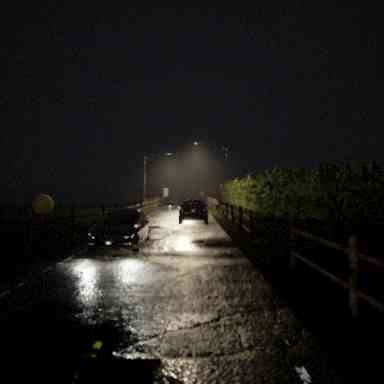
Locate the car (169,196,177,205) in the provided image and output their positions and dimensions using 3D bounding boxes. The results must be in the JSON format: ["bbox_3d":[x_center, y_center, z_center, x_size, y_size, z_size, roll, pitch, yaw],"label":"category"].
[{"bbox_3d":[-2.816,1.453,56.599,1.882,1.535,5.008,0,0,0],"label":"car"}]

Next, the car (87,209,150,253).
[{"bbox_3d":[-2.854,1.496,13.775,1.837,1.490,4.892,0,0,0],"label":"car"}]

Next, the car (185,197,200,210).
[{"bbox_3d":[0.088,1.483,42.851,1.837,1.490,4.892,0,0,0],"label":"car"}]

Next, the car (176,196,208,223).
[{"bbox_3d":[0.092,1.338,25.372,2.097,1.767,4.553,0,0,0],"label":"car"}]
